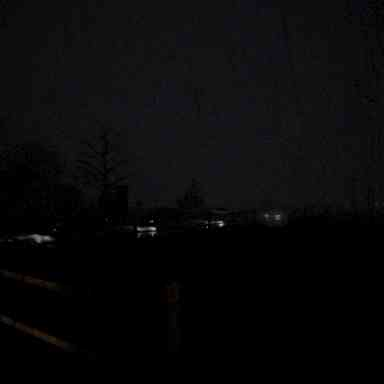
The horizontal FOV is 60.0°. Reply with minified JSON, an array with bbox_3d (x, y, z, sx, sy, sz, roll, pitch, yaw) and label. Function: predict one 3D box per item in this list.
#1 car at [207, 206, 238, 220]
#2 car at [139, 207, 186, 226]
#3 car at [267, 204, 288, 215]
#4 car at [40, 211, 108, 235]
[{"bbox_3d":[3.532,2.317,37.109,1.812,1.442,4.674,1,-1,36],"label":"car"},{"bbox_3d":[-2.466,2.078,28.728,1.837,1.490,4.892,1,-1,35],"label":"car"},{"bbox_3d":[12.823,2.633,49.955,1.837,1.490,4.892,1,-1,36],"label":"car"},{"bbox_3d":[-7.544,1.951,21.633,1.994,1.385,4.181,1,-1,35],"label":"car"}]
